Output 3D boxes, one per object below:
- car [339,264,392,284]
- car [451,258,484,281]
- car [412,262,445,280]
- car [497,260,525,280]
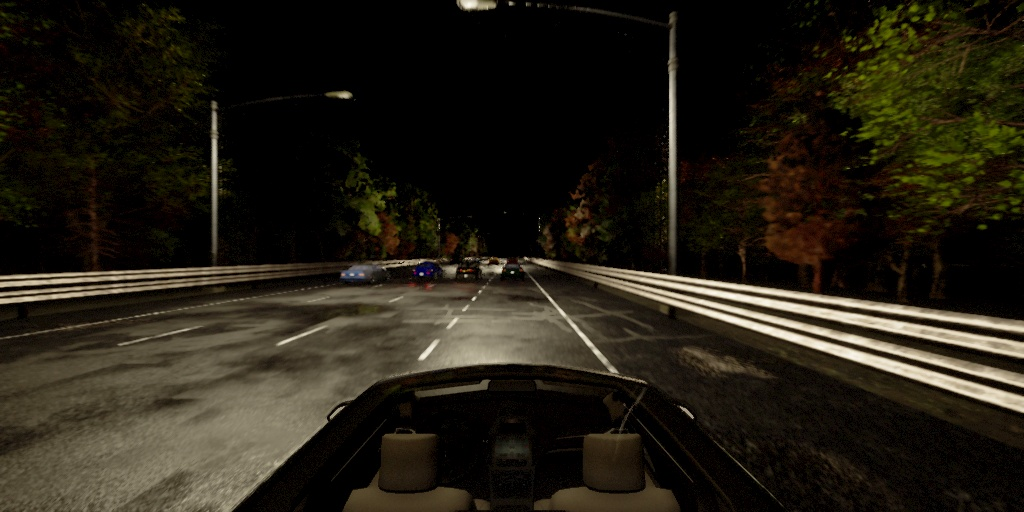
[{"bbox_3d":[-10.472,1.251,26.009,2.033,1.411,5.357,0,0,0],"label":"car"},{"bbox_3d":[-3.442,1.205,29.312,1.837,1.490,4.892,0,1,0],"label":"car"},{"bbox_3d":[-6.942,1.222,29.849,1.812,1.442,4.674,0,0,0],"label":"car"},{"bbox_3d":[0.063,1.262,30.337,1.994,1.385,4.181,0,0,0],"label":"car"}]
